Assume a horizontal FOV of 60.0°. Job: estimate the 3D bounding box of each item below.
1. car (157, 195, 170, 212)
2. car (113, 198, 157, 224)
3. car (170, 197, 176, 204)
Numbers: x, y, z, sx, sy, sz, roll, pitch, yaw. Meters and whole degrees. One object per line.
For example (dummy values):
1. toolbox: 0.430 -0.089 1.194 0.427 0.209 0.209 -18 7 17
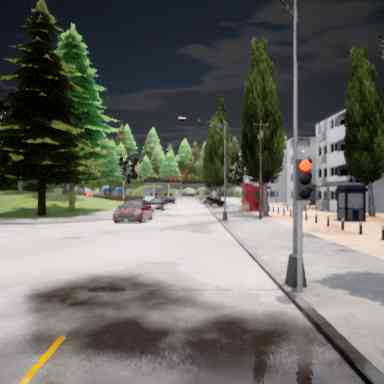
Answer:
1. car: -4.117 1.472 38.915 2.128 1.511 4.902 0 0 0
2. car: -4.305 1.340 24.905 2.097 1.767 4.553 0 0 5
3. car: -4.067 1.573 61.408 1.895 1.301 4.718 0 0 1
